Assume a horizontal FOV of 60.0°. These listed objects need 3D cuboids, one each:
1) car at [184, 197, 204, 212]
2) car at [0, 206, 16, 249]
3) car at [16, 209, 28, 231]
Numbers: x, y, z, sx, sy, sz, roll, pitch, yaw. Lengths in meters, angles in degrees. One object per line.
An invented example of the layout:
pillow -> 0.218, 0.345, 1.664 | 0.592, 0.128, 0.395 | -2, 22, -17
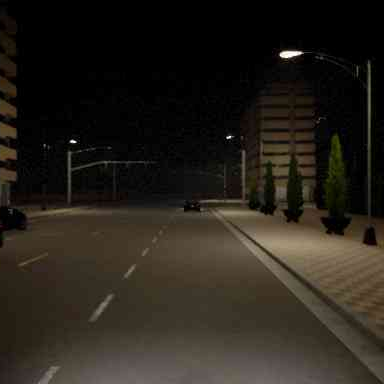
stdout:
car -> 0.020, 1.555, 39.316 | 1.994, 1.385, 4.181 | 0, 0, 0
car -> -7.014, 1.218, 8.234 | 2.150, 2.045, 5.566 | 0, 0, 0
car -> -10.532, 1.511, 17.690 | 1.812, 1.442, 4.674 | 0, 0, 1
